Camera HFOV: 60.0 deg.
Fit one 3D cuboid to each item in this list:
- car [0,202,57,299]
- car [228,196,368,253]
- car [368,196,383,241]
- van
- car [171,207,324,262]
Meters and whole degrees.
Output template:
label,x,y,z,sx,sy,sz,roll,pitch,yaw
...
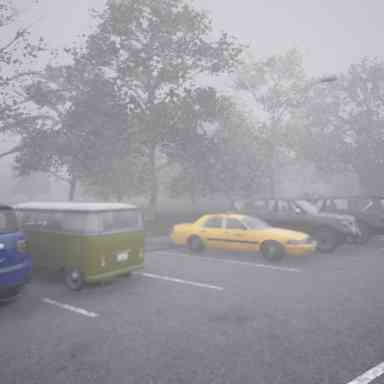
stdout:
label,x,y,z,sx,sy,sz,roll,pitch,yaw
car,-5.714,1.235,7.138,5.566,2.045,2.435,-1,-1,34
car,3.984,1.226,13.976,5.566,2.045,2.435,-1,-1,35
car,6.342,1.224,15.713,5.566,2.045,2.435,-1,0,35
van,-3.375,1.261,8.898,4.442,1.987,1.878,-1,0,35
car,1.706,1.476,12.180,5.366,1.575,1.946,-1,-1,34
